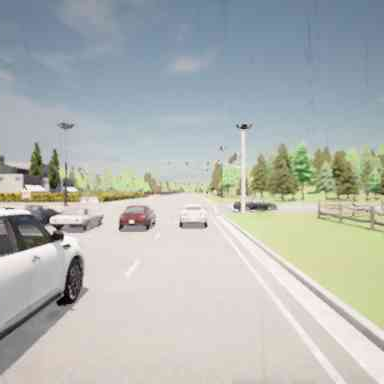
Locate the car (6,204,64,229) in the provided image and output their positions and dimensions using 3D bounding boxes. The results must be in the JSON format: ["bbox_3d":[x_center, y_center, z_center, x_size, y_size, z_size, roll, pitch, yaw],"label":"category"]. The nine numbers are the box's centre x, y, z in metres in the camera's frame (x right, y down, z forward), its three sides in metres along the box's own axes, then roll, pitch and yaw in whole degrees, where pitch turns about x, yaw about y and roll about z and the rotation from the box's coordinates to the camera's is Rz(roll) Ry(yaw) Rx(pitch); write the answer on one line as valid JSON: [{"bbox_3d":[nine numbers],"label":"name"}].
[{"bbox_3d":[-10.401,1.564,22.433,1.994,1.385,4.181,0,0,0],"label":"car"}]

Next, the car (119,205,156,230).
[{"bbox_3d":[-3.398,1.526,21.061,1.812,1.442,4.674,0,0,0],"label":"car"}]

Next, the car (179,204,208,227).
[{"bbox_3d":[0.095,1.527,22.808,1.812,1.442,4.674,0,0,0],"label":"car"}]

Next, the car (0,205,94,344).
[{"bbox_3d":[-3.400,1.221,4.919,2.150,2.045,5.566,0,0,0],"label":"car"}]

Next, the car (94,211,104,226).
[{"bbox_3d":[-6.899,1.601,20.554,1.895,1.301,4.718,0,0,0],"label":"car"}]

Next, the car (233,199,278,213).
[{"bbox_3d":[7.066,1.492,36.860,4.902,1.511,2.128,0,0,-4],"label":"car"}]
